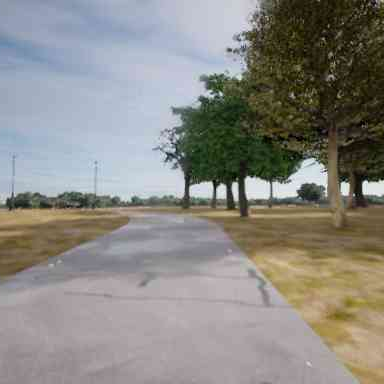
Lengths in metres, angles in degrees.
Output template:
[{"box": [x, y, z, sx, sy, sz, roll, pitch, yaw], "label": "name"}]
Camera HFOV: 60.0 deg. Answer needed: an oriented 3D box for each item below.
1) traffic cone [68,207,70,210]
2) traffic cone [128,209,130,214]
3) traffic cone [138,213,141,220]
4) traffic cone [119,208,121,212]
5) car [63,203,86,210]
[{"box": [-21.757, 2.814, 58.898, 0.340, 0.580, 0.340, -2, -4, 38], "label": "traffic cone"}, {"box": [-7.594, 2.399, 40.341, 0.340, 0.580, 0.340, 1, -1, -22], "label": "traffic cone"}, {"box": [-4.932, 2.290, 31.296, 0.340, 0.580, 0.340, 1, -1, -10], "label": "traffic cone"}, {"box": [-9.617, 2.448, 44.609, 0.340, 0.580, 0.340, 2, -2, -28], "label": "traffic cone"}, {"box": [-21.812, 2.609, 61.652, 4.718, 1.301, 1.895, -2, -4, 35], "label": "car"}]
